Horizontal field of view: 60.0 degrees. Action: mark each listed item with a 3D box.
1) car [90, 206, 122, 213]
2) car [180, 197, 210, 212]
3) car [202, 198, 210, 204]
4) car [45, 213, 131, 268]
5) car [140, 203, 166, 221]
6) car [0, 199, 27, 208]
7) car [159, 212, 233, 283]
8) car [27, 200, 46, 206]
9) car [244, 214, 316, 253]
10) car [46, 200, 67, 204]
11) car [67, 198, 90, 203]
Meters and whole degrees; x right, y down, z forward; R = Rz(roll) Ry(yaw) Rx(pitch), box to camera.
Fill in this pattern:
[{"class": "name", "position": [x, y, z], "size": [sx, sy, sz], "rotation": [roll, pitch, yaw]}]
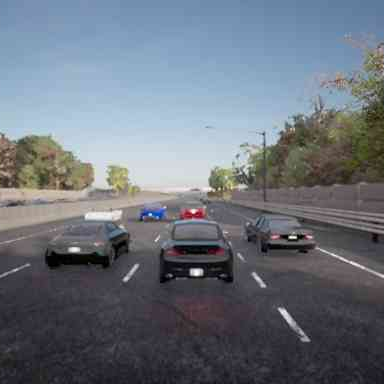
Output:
[{"class": "car", "position": [-6.888, 1.801, 26.542], "size": [1.895, 1.301, 4.718], "rotation": [0, 0, 0]}, {"class": "car", "position": [0.109, 1.561, 27.653], "size": [2.097, 1.767, 4.553], "rotation": [0, 0, 0]}, {"class": "car", "position": [3.528, 2.207, 82.818], "size": [1.812, 1.442, 4.674], "rotation": [0, -1, 0]}, {"class": "car", "position": [-3.396, 1.651, 11.620], "size": [1.994, 1.385, 4.181], "rotation": [0, 0, 0]}, {"class": "car", "position": [-3.387, 1.701, 29.539], "size": [1.882, 1.535, 5.008], "rotation": [0, 0, 0]}, {"class": "car", "position": [-28.030, 1.882, 51.121], "size": [2.128, 1.511, 4.902], "rotation": [0, 0, 0]}, {"class": "car", "position": [0.104, 1.579, 9.923], "size": [1.837, 1.490, 4.892], "rotation": [0, 0, 0]}, {"class": "car", "position": [-24.520, 1.954, 52.958], "size": [2.033, 1.411, 5.357], "rotation": [0, 0, 1]}, {"class": "car", "position": [3.502, 1.653, 14.119], "size": [2.033, 1.411, 5.357], "rotation": [0, 0, 0]}, {"class": "car", "position": [-21.030, 1.973, 53.247], "size": [1.994, 1.385, 4.181], "rotation": [0, 0, 1]}, {"class": "car", "position": [-17.535, 1.759, 52.953], "size": [2.097, 1.767, 4.553], "rotation": [0, -1, 1]}]
